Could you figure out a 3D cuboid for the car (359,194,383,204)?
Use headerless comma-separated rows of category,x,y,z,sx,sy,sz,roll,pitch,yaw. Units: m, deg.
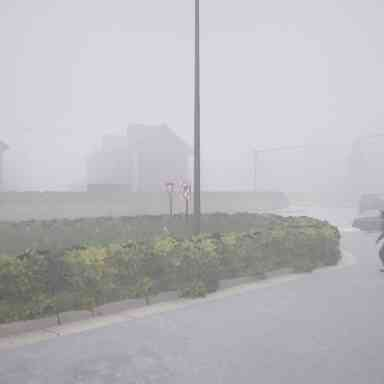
car,19.669,1.222,36.029,2.150,2.045,5.566,0,0,37

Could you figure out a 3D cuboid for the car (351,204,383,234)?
car,10.957,1.548,16.905,2.033,1.411,5.357,0,0,-26

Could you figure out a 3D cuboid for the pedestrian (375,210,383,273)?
pedestrian,5.317,1.294,9.061,0.375,1.860,0.375,0,0,-40
